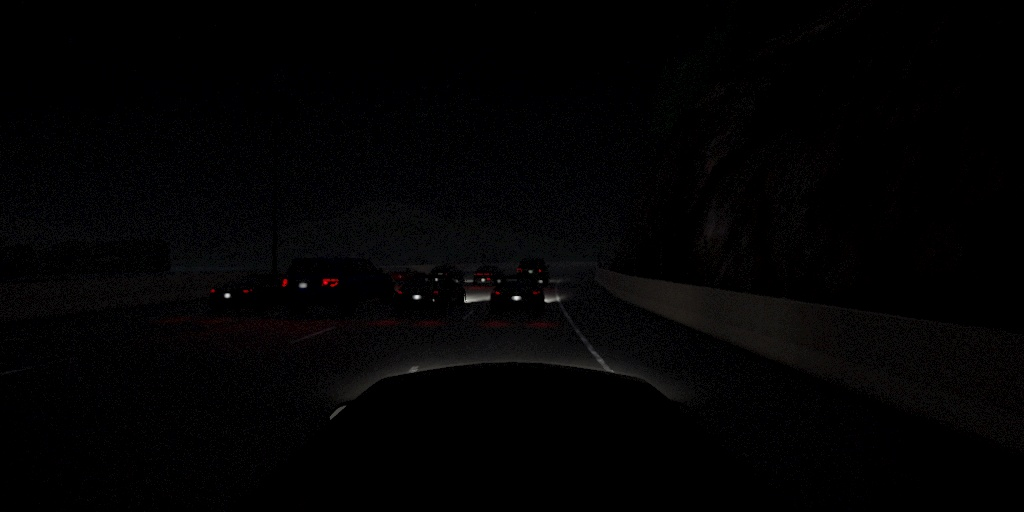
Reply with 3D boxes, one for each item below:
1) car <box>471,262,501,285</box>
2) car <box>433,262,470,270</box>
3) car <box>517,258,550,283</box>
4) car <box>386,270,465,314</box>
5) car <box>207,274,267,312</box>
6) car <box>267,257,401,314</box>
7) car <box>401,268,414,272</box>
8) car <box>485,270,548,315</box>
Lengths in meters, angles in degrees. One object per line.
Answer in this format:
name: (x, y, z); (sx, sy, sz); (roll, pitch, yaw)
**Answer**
car: (-1.729, 1.506, 28.457); (1.837, 1.490, 4.892); (0, 0, 9)
car: (-5.194, 1.507, 28.953); (1.837, 1.490, 4.892); (0, 0, 9)
car: (1.683, 1.211, 27.666); (2.150, 2.045, 5.566); (0, 0, 8)
car: (-3.196, 1.431, 14.580); (1.994, 1.385, 4.181); (0, 0, 4)
car: (-10.184, 1.429, 15.007); (1.994, 1.385, 4.181); (0, 0, 4)
car: (-6.719, 1.079, 14.490); (2.150, 2.045, 5.566); (0, 0, 4)
car: (-8.690, 1.600, 29.277); (1.895, 1.301, 4.718); (0, -1, 8)
car: (0.297, 1.433, 14.371); (1.994, 1.385, 4.181); (0, 0, 4)
